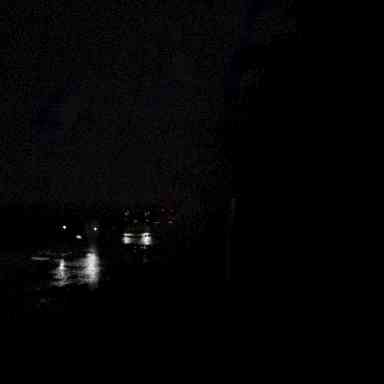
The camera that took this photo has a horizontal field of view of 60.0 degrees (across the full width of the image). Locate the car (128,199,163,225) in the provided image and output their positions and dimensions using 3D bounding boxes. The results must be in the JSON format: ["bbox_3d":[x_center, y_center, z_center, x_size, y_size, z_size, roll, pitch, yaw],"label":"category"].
[{"bbox_3d":[-4.025,1.668,27.213,2.097,1.767,4.553,3,-1,5],"label":"car"}]

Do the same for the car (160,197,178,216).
[{"bbox_3d":[-2.930,1.690,39.336,2.150,2.045,5.566,2,-1,5],"label":"car"}]

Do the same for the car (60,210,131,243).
[{"bbox_3d":[-4.922,1.759,17.271,1.895,1.301,4.718,3,-1,5],"label":"car"}]
